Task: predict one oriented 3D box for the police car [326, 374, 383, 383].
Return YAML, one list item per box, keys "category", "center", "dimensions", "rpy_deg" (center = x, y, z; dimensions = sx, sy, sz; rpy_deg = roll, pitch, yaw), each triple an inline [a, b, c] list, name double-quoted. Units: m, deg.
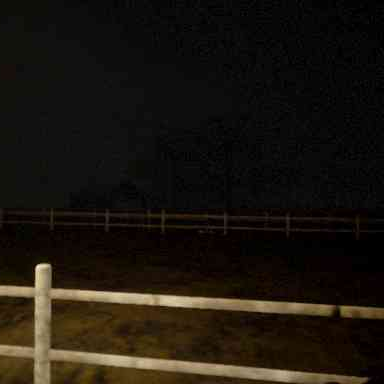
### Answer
- category: "police car"
  center: [3.241, 1.464, 1.423]
  dimensions: [5.238, 1.638, 1.930]
  rpy_deg: [1, 0, 9]
